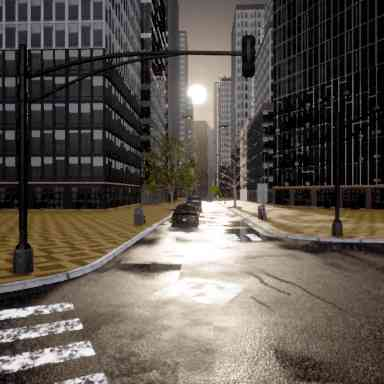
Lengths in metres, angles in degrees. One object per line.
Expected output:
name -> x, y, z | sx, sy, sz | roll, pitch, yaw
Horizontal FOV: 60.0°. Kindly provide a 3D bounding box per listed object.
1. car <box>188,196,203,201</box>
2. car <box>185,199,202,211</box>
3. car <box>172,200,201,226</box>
car -> 0.281, 1.554, 46.286 | 2.150, 2.045, 5.566 | 0, 0, 2
car -> -0.089, 1.777, 35.633 | 1.812, 1.442, 4.674 | 0, 0, 2
car -> -0.447, 1.654, 25.419 | 1.882, 1.535, 5.008 | 0, 0, 2
